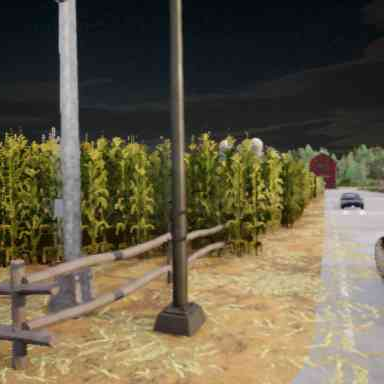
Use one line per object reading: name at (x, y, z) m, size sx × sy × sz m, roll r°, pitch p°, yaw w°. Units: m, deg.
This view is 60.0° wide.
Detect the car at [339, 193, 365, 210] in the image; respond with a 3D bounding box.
car at (14.428, 0.776, 30.245) m, size 2.033 × 1.411 × 5.357 m, roll 0°, pitch 1°, yaw 22°

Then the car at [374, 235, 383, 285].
car at (4.892, 1.372, 6.605) m, size 1.994 × 1.385 × 4.181 m, roll 0°, pitch 1°, yaw 23°
